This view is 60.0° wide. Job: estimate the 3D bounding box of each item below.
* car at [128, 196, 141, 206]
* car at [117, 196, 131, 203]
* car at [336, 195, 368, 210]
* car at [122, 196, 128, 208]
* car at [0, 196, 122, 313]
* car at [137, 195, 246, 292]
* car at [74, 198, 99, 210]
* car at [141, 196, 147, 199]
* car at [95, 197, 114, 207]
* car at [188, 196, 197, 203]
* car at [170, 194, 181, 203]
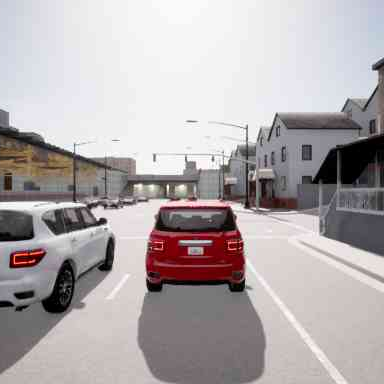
[{"bbox_3d":[-10.458,1.547,55.524,2.033,1.411,5.357,0,0,0],"label":"car"},{"bbox_3d":[-13.838,1.503,68.208,1.837,1.490,4.892,0,0,0],"label":"car"},{"bbox_3d":[14.229,1.057,28.762,4.181,1.385,1.994,-14,0,-1],"label":"car"},{"bbox_3d":[-10.494,1.491,44.680,2.128,1.511,4.902,0,0,0],"label":"car"},{"bbox_3d":[-3.409,1.221,7.806,2.150,2.045,5.566,0,0,1],"label":"car"},{"bbox_3d":[0.099,1.221,9.068,2.150,2.045,5.566,0,0,1],"label":"car"},{"bbox_3d":[-13.995,1.564,44.268,1.994,1.385,4.181,0,0,0],"label":"car"},{"bbox_3d":[-10.334,1.539,70.207,2.033,1.411,5.357,0,0,0],"label":"car"},{"bbox_3d":[-13.962,1.526,53.392,1.812,1.442,4.674,0,0,0],"label":"car"},{"bbox_3d":[0.162,1.503,69.222,1.837,1.490,4.892,0,0,0],"label":"car"},{"bbox_3d":[-3.336,1.352,69.200,2.097,1.767,4.553,0,0,0],"label":"car"}]
